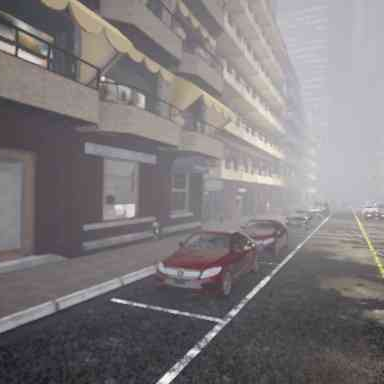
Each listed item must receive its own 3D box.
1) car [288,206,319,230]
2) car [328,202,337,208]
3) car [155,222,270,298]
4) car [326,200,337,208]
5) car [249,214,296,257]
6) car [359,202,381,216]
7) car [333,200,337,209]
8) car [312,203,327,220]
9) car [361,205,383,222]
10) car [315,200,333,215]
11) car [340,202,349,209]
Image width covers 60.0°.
[{"bbox_3d":[7.739,1.936,24.093,2.008,1.369,4.403,0,-1,25],"label":"car"},{"bbox_3d":[33.788,3.061,79.927,1.802,1.307,4.206,0,-1,25],"label":"car"},{"bbox_3d":[0.633,1.670,8.865,1.802,1.307,4.206,0,-1,25],"label":"car"},{"bbox_3d":[31.423,2.694,74.855,2.192,1.841,5.009,0,-1,25],"label":"car"},{"bbox_3d":[3.001,1.769,13.941,1.802,1.307,4.206,0,-1,25],"label":"car"},{"bbox_3d":[22.868,2.435,43.037,1.812,1.442,4.674,1,0,25],"label":"car"},{"bbox_3d":[29.052,2.830,69.776,2.008,1.369,4.403,0,-1,25],"label":"car"},{"bbox_3d":[12.475,2.134,34.245,2.008,1.369,4.403,0,-1,25],"label":"car"},{"bbox_3d":[18.625,2.332,33.917,1.895,1.301,4.718,1,-1,25],"label":"car"},{"bbox_3d":[17.214,2.097,44.400,2.192,1.841,5.009,0,-1,25],"label":"car"},{"bbox_3d":[34.180,2.948,74.381,1.837,1.490,4.892,1,-1,25],"label":"car"}]
